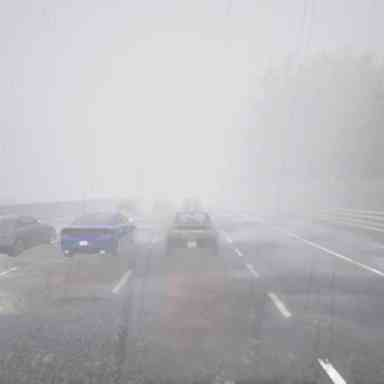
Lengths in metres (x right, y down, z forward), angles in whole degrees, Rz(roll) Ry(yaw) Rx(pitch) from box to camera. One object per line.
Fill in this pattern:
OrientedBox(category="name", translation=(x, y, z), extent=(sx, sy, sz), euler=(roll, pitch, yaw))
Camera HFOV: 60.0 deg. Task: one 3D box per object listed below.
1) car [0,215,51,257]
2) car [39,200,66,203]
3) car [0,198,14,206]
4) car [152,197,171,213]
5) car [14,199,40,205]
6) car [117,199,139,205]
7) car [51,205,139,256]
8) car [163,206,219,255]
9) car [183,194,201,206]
OrientedBox(category="car", translation=(-6.997, 1.589, 13.020), extent=(1.994, 1.385, 4.181), euler=(0, 0, 0))
OrientedBox(category="car", translation=(-17.553, 1.683, 43.411), extent=(1.895, 1.301, 4.718), euler=(0, 0, 1))
OrientedBox(category="car", translation=(-24.546, 1.587, 43.744), extent=(1.837, 1.490, 4.892), euler=(0, 0, 0))
OrientedBox(category="car", translation=(-3.498, 1.620, 38.696), extent=(2.033, 1.411, 5.357), euler=(0, 0, 0))
OrientedBox(category="car", translation=(-21.045, 1.608, 43.968), extent=(1.812, 1.442, 4.674), euler=(0, 0, 0))
OrientedBox(category="car", translation=(-6.993, 1.575, 36.315), extent=(1.837, 1.490, 4.892), euler=(0, 0, 0))
OrientedBox(category="car", translation=(-3.499, 1.503, 13.190), extent=(1.882, 1.535, 5.008), euler=(0, 0, 0))
OrientedBox(category="car", translation=(0.004, 1.517, 13.329), extent=(2.128, 1.511, 4.902), euler=(0, 0, 0))
OrientedBox(category="car", translation=(0.000, 1.425, 38.743), extent=(2.097, 1.767, 4.553), euler=(0, 0, 0))
